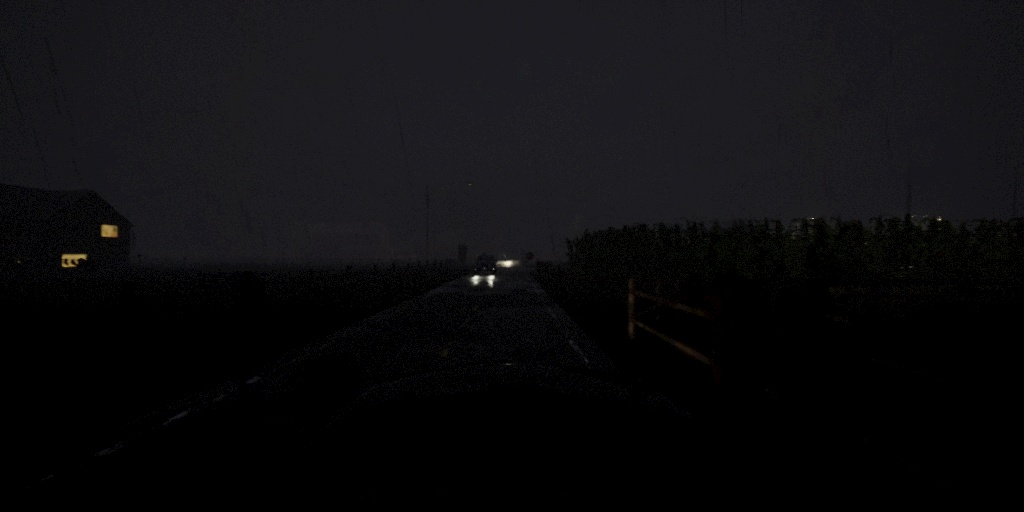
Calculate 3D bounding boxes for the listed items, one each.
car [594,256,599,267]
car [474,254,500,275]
[{"bbox_3d":[14.000,0.905,49.645,5.566,2.045,2.150,0,1,0],"label":"car"},{"bbox_3d":[-2.741,0.870,38.416,2.150,2.045,5.566,0,0,0],"label":"car"}]
